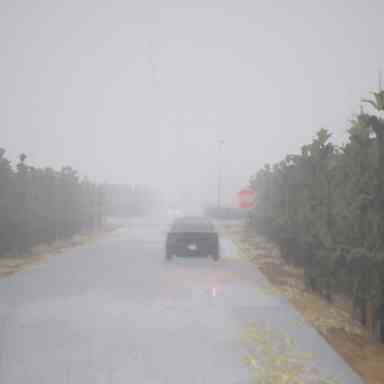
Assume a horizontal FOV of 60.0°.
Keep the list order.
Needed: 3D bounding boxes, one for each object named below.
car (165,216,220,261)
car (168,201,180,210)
[{"bbox_3d":[0.030,1.678,13.176,1.882,1.535,5.008,0,-1,1],"label":"car"},{"bbox_3d":[-3.202,2.519,60.911,1.837,1.490,4.892,0,-1,0],"label":"car"}]
